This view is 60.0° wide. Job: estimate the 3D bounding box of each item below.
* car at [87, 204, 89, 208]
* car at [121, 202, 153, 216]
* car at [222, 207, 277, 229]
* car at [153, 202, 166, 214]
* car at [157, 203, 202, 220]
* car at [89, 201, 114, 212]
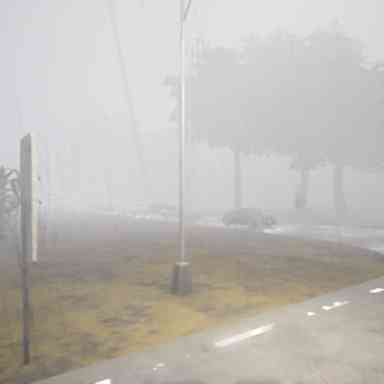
[{"bbox_3d":[-17.293,2.325,59.598,1.895,1.301,4.718,-1,0,-35],"label":"car"},{"bbox_3d":[-6.847,2.006,39.680,1.812,1.442,4.674,-1,0,-35],"label":"car"},{"bbox_3d":[4.091,1.832,24.196,1.994,1.385,4.181,-1,0,-36],"label":"car"},{"bbox_3d":[-4.251,1.955,41.106,1.837,1.490,4.892,-1,0,-35],"label":"car"},{"bbox_3d":[-1.067,1.968,31.472,1.895,1.301,4.718,-1,0,-35],"label":"car"},{"bbox_3d":[-12.884,2.131,48.326,1.812,1.442,4.674,-1,0,-35],"label":"car"}]
